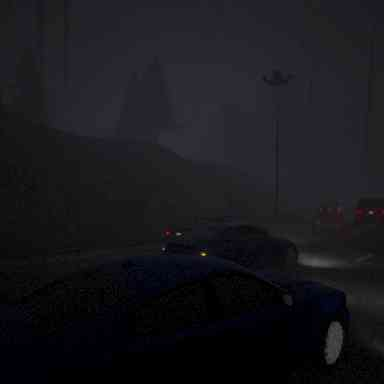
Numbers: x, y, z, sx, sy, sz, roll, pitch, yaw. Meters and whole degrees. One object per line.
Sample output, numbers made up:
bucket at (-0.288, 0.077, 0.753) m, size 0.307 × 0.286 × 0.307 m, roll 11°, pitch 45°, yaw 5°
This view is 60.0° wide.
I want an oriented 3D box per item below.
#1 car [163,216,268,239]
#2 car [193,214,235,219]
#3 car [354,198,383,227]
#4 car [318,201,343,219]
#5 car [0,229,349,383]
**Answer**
car at (1.221, 1.609, 9.662) m, size 4.674 × 1.442 × 1.812 m, roll 1°, pitch 0°, yaw -42°
car at (1.231, 1.670, 14.381) m, size 2.033 × 1.411 × 5.357 m, roll 0°, pitch -1°, yaw 45°
car at (13.153, 1.461, 24.079) m, size 2.150 × 2.045 × 5.566 m, roll 0°, pitch 0°, yaw 32°
car at (13.743, 1.665, 32.927) m, size 2.097 × 1.767 × 4.553 m, roll 0°, pitch -1°, yaw 25°
car at (-0.024, 1.511, 4.030) m, size 5.008 × 1.535 × 1.882 m, roll 0°, pitch 0°, yaw -37°
